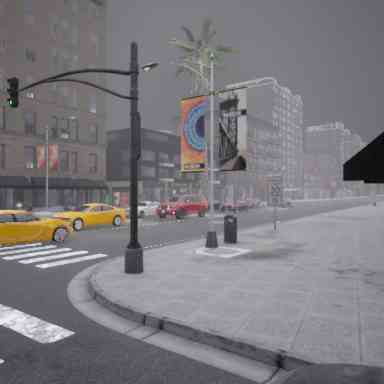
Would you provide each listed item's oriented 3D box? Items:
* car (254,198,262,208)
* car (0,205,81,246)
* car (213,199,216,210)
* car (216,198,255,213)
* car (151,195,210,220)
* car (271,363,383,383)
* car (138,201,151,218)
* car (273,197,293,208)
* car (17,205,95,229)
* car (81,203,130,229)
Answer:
[{"bbox_3d":[8.314,1.576,47.799,1.837,1.490,4.892,0,0,38],"label":"car"},{"bbox_3d":[-7.490,1.487,13.901,1.882,1.535,5.008,0,0,35],"label":"car"},{"bbox_3d":[1.759,1.523,38.644,1.882,1.535,5.008,0,0,35],"label":"car"},{"bbox_3d":[5.009,1.653,37.610,1.895,1.301,4.718,0,0,35],"label":"car"},{"bbox_3d":[-0.754,1.254,29.442,2.150,2.045,5.566,0,0,35],"label":"car"},{"bbox_3d":[2.226,1.551,1.260,4.403,1.369,2.008,0,0,35],"label":"car"},{"bbox_3d":[-4.147,1.551,30.263,1.812,1.442,4.674,0,0,35],"label":"car"},{"bbox_3d":[13.640,1.598,49.705,1.837,1.490,4.892,0,0,35],"label":"car"},{"bbox_3d":[-9.240,1.611,23.047,1.895,1.301,4.718,0,0,35],"label":"car"},{"bbox_3d":[-6.477,1.493,21.308,1.882,1.535,5.008,0,0,35],"label":"car"}]
